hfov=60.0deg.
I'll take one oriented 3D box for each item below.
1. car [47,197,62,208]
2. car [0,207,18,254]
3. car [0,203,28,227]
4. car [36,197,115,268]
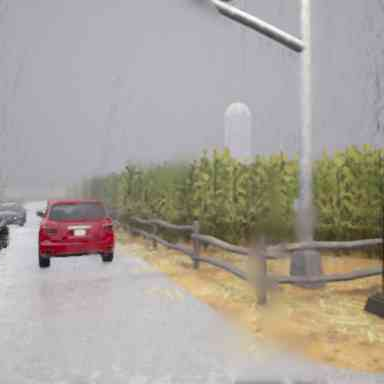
[{"bbox_3d":[-20.600,1.536,49.748,1.882,1.535,5.008,-1,0,-23],"label":"car"},{"bbox_3d":[-7.714,1.530,11.871,2.128,1.511,4.902,-1,0,-23],"label":"car"},{"bbox_3d":[-12.421,1.558,22.797,1.837,1.490,4.892,-1,0,-23],"label":"car"},{"bbox_3d":[-4.176,1.228,11.729,2.150,2.045,5.566,-1,0,-23],"label":"car"}]
